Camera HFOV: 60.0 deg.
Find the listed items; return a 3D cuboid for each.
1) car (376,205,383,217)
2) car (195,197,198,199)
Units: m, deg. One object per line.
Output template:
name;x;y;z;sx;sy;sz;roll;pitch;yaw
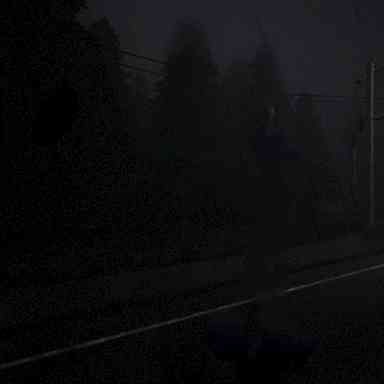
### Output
car;17.967;1.547;28.728;2.033;1.411;5.357;0;0;4
car;-0.118;1.601;65.234;4.718;1.301;1.895;0;0;27
